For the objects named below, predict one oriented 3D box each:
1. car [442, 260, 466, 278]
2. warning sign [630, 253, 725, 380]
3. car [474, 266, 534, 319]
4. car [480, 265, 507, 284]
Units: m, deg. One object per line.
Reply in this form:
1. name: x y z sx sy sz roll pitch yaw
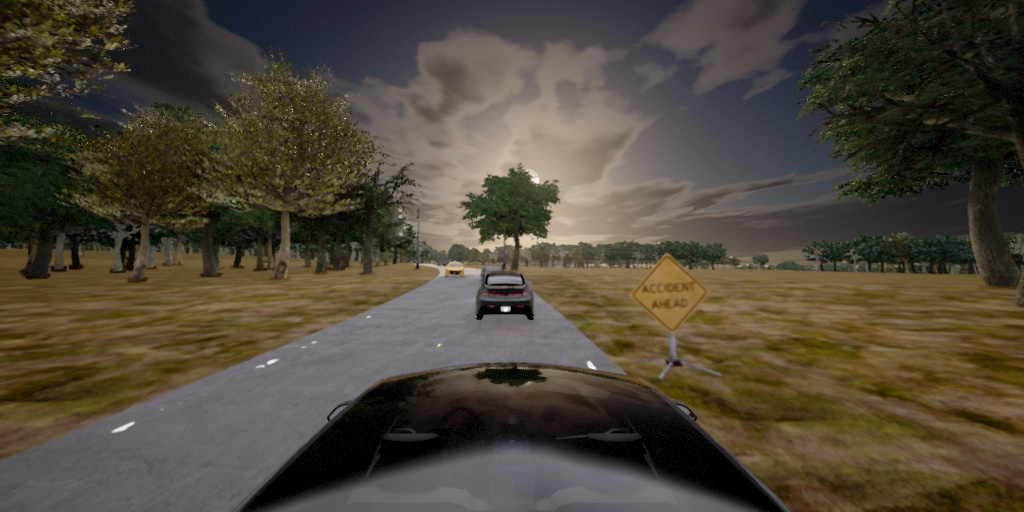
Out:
1. car: -5.713 1.354 36.137 1.882 1.535 5.008 1 0 -8
2. warning sign: 2.605 0.881 5.754 1.300 1.860 1.060 0 0 -1
3. car: -0.293 1.298 12.994 1.837 1.490 4.892 0 0 -3
4. car: -1.603 1.466 29.130 1.895 1.301 4.718 0 0 -6
